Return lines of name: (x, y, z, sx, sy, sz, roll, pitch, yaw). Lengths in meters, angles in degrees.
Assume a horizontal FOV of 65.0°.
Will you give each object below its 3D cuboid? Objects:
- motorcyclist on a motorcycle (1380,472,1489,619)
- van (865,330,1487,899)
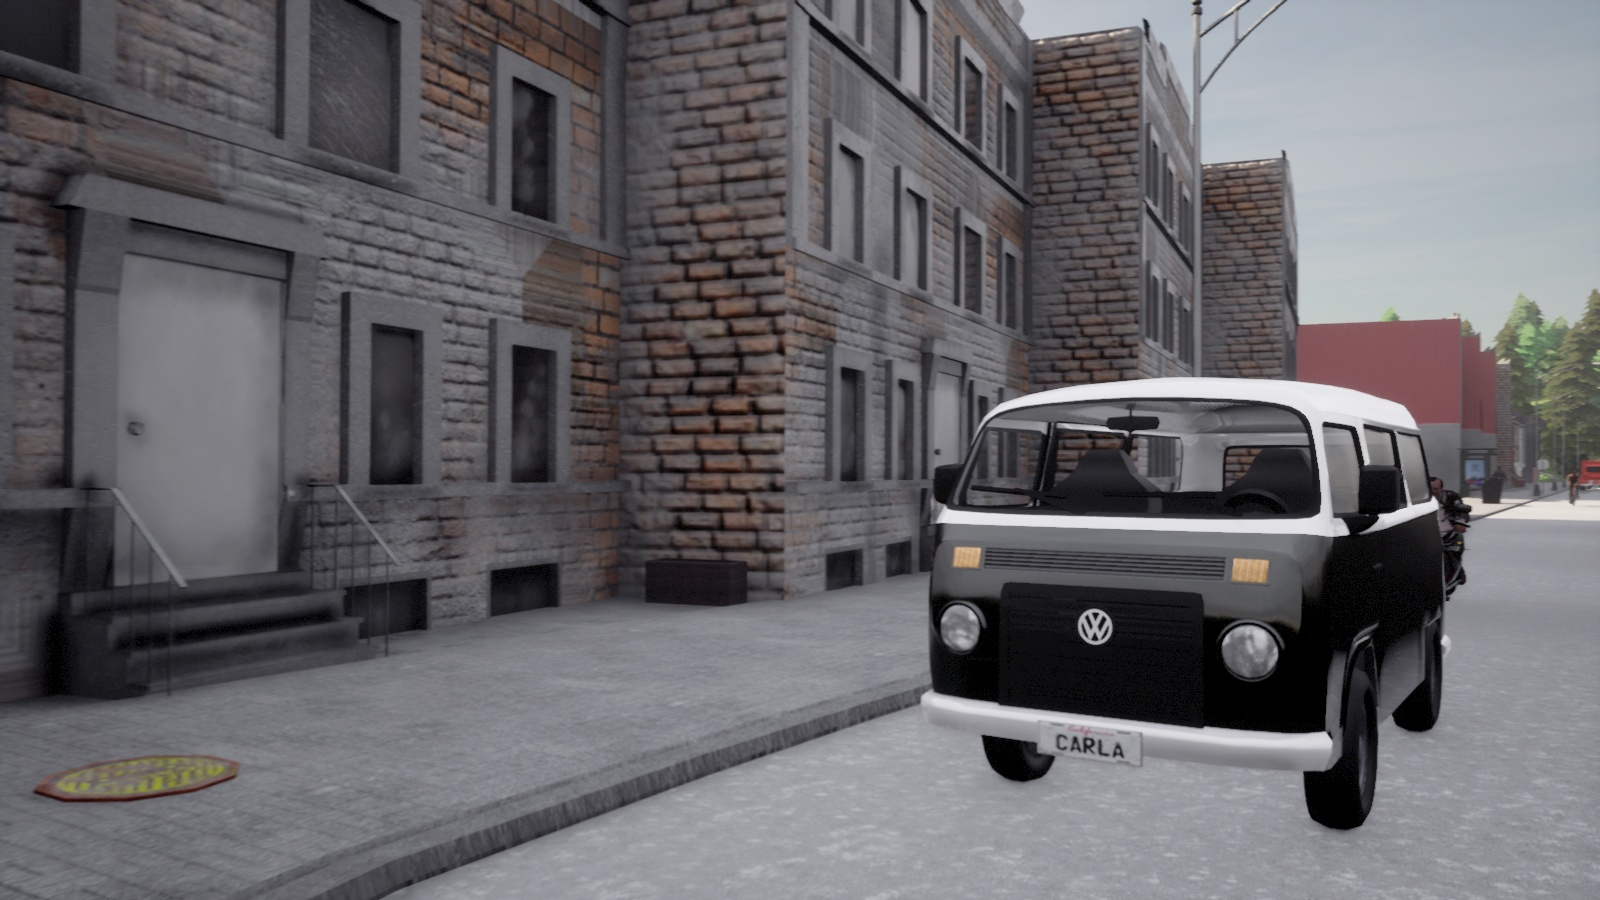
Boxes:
motorcyclist on a motorcycle: (7.298, 1.028, 14.386, 0.866, 1.530, 2.191, -1, -1, 33)
van: (2.385, 0.625, 6.893, 2.069, 2.038, 4.480, -1, -1, 33)
